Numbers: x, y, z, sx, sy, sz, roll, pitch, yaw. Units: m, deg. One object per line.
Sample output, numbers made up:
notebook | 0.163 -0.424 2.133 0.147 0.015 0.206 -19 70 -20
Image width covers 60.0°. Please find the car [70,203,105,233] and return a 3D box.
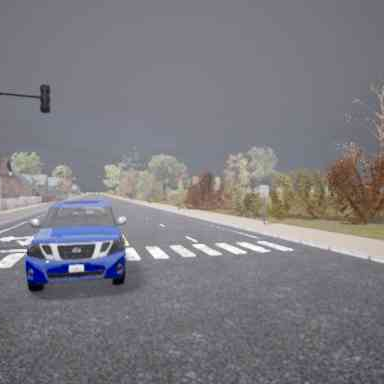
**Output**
car | -6.661 1.576 21.415 1.882 1.535 5.008 0 0 -17

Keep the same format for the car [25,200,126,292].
car | -3.210 1.267 9.654 2.150 2.045 5.566 0 0 -16

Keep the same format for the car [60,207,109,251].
car | -4.983 1.578 15.700 1.837 1.490 4.892 0 0 -16

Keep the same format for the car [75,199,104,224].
car | -8.330 1.474 27.118 2.097 1.767 4.553 0 0 -16
